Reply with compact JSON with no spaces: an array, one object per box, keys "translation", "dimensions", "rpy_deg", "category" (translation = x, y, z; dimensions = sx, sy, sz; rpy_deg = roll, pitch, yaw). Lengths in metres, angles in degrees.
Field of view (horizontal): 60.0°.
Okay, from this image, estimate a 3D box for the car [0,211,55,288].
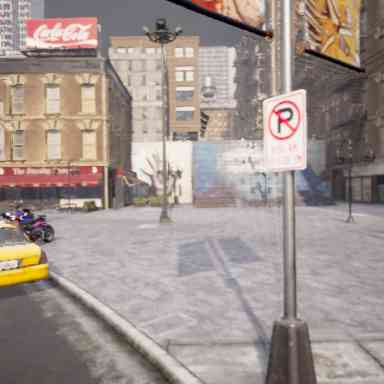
[{"translation":[-5.360,1.425,8.534],"dimensions":[1.801,1.575,5.366],"rpy_deg":[-2,1,-42],"category":"car"}]
